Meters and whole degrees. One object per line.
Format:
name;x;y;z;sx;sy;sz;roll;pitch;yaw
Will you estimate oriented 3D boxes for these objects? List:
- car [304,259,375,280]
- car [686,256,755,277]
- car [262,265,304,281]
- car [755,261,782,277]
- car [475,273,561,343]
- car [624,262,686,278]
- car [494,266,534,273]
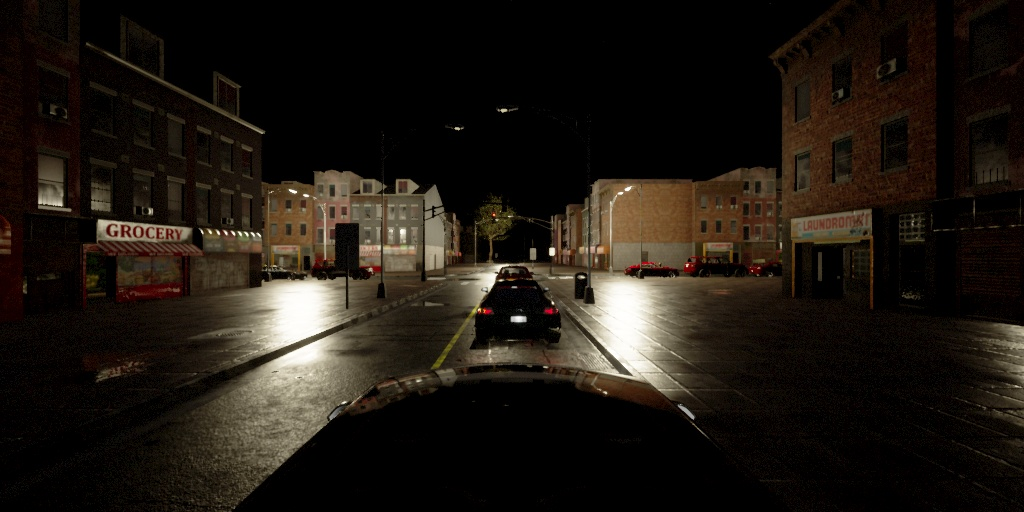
car;-14.451;1.180;30.685;5.009;1.841;2.192;0;0;0
car;17.391;0.948;30.731;5.009;1.841;2.192;0;0;0
car;-19.877;1.473;30.677;4.313;1.339;1.948;0;0;0
car;22.825;1.141;30.739;4.507;1.381;1.888;0;0;0
car;0.110;1.316;9.648;1.994;1.385;4.181;0;0;-1
car;11.957;1.217;30.723;4.507;1.381;1.888;0;0;0
car;0.106;1.236;18.612;1.882;1.535;5.008;0;0;0
